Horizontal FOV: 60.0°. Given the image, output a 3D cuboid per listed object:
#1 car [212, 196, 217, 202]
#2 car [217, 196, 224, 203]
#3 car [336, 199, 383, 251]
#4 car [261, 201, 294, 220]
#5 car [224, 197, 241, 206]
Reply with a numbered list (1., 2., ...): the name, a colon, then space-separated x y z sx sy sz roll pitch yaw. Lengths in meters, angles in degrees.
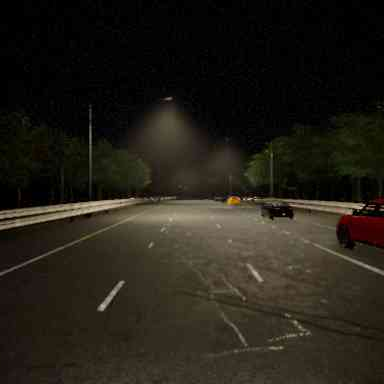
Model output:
1. car: 7.367 2.155 94.978 1.895 1.301 4.718 0 -1 1
2. car: 7.204 1.786 73.930 1.837 1.490 4.892 0 -1 0
3. car: 7.096 1.227 11.403 2.150 2.045 5.566 0 0 -2
4. car: 7.017 1.502 27.715 2.128 1.511 4.902 0 0 0
5. car: 7.105 1.593 56.233 1.882 1.535 5.008 0 0 0
